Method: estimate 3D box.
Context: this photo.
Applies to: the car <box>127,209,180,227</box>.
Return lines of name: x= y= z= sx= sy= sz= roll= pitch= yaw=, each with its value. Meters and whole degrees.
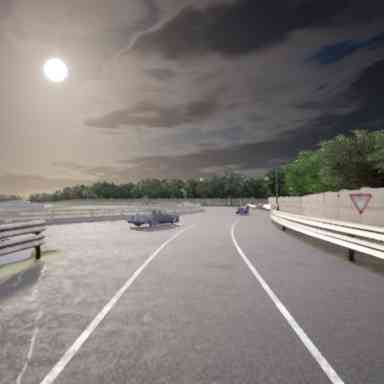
car: x=-3.181 y=2.203 z=28.502 sx=2.033 sy=1.411 sz=5.357 roll=-1 pitch=-2 yaw=31

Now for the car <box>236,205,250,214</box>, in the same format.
car: x=8.531 y=2.974 z=55.456 sx=1.812 sy=1.442 sz=4.674 roll=0 pitch=-2 yaw=16
